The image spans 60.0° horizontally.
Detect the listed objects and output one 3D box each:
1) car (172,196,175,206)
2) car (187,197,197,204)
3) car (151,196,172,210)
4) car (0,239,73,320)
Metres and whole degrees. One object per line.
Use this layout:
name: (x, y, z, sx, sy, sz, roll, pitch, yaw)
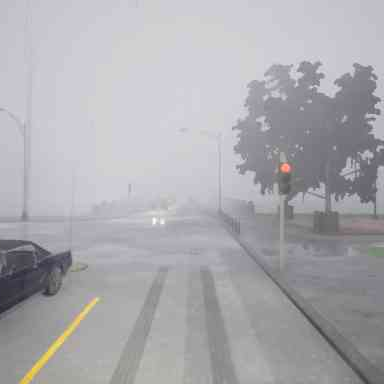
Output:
car: (-4.062, 1.477, 51.794, 1.882, 1.535, 5.008, 0, 0, 0)
car: (0.038, 1.547, 61.682, 2.033, 1.411, 5.357, 0, 0, 0)
car: (-4.074, 1.491, 42.246, 2.128, 1.511, 4.902, 0, 0, 0)
car: (-3.920, 1.601, 5.908, 1.895, 1.301, 4.718, 0, 0, 3)
